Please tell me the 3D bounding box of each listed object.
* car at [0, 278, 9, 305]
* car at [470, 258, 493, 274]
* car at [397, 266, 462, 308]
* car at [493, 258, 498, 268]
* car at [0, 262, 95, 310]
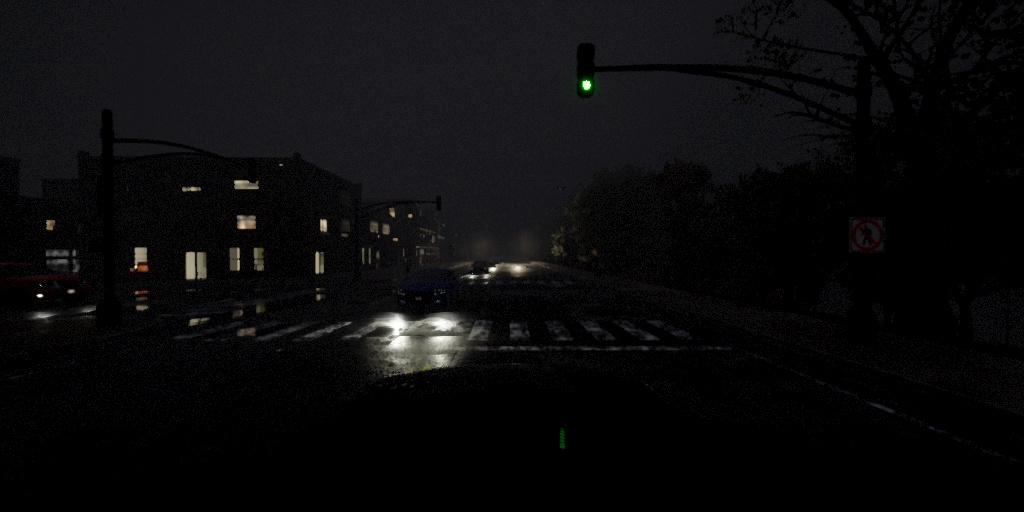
[{"bbox_3d":[-22.681,1.669,13.550,4.313,1.339,1.948,0,0,-2],"label":"car"},{"bbox_3d":[-3.497,1.218,39.576,1.882,1.535,5.008,0,1,0],"label":"car"},{"bbox_3d":[-3.318,1.233,15.169,1.882,1.535,5.008,0,0,0],"label":"car"},{"bbox_3d":[-3.657,1.281,58.161,1.895,1.301,4.718,0,0,0],"label":"car"},{"bbox_3d":[-22.839,1.295,16.255,5.566,2.045,2.150,-1,1,-2],"label":"car"}]
